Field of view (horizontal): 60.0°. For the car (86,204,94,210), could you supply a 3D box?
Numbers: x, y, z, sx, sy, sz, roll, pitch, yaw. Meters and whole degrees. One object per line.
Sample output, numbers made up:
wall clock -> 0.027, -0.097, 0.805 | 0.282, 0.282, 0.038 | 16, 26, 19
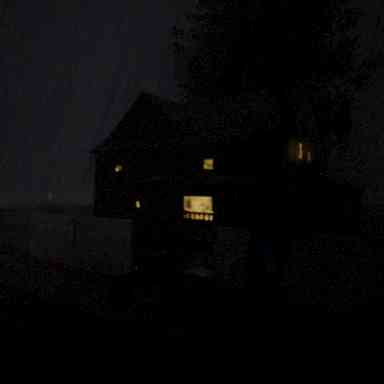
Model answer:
car -> -11.946, 2.115, 41.608 | 1.895, 1.301, 4.718 | 1, 0, 20
